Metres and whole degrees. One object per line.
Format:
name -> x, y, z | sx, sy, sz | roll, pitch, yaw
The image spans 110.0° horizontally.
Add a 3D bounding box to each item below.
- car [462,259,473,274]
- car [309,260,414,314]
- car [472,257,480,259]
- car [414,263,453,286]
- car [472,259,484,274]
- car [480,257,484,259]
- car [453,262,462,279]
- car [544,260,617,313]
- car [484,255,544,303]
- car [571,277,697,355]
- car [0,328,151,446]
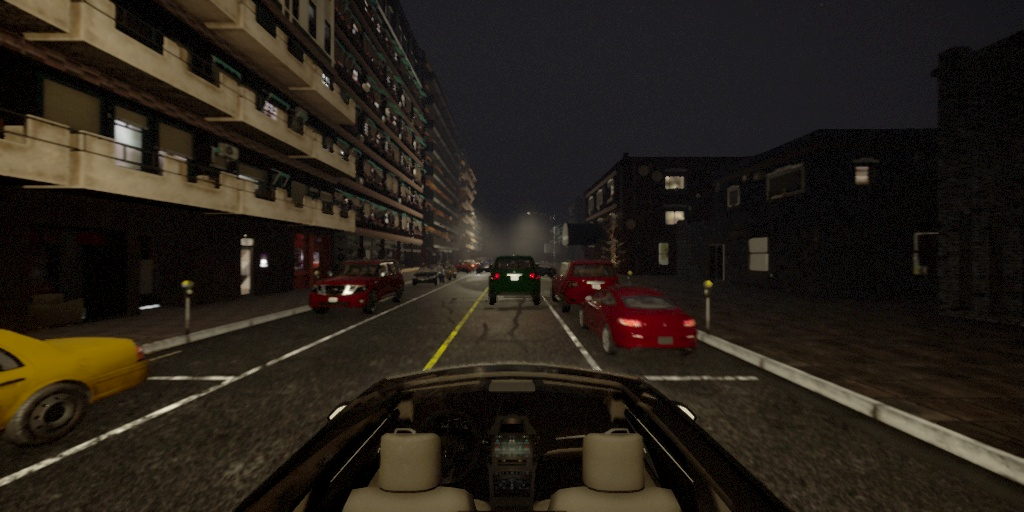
car -> -5.680, 1.317, 41.603 | 1.888, 1.381, 4.507 | 0, 0, 0
car -> -5.687, 1.067, 13.907 | 2.192, 1.841, 5.009 | 0, 0, 0
car -> -5.678, 1.218, 47.141 | 1.967, 1.591, 4.097 | 0, 0, 0
car -> -5.684, 1.308, 24.985 | 2.007, 1.370, 4.403 | 0, 0, 0
car -> -2.999, 1.319, 41.174 | 2.033, 1.411, 5.357 | 0, 0, 0
car -> -5.676, 1.107, 58.220 | 2.192, 1.841, 5.009 | 0, 0, 0
car -> -5.683, 1.287, 30.354 | 1.751, 1.417, 4.829 | 0, 0, 0
car -> 2.694, 1.066, 13.905 | 2.192, 1.841, 5.009 | 0, 0, 0
car -> 0.103, 0.973, 16.653 | 2.150, 2.045, 5.566 | 0, 0, 0
car -> 2.692, 1.332, 8.366 | 1.802, 1.307, 4.207 | 0, 0, 0
car -> -5.691, 1.276, 2.658 | 1.751, 1.417, 4.829 | 0, 0, 0
